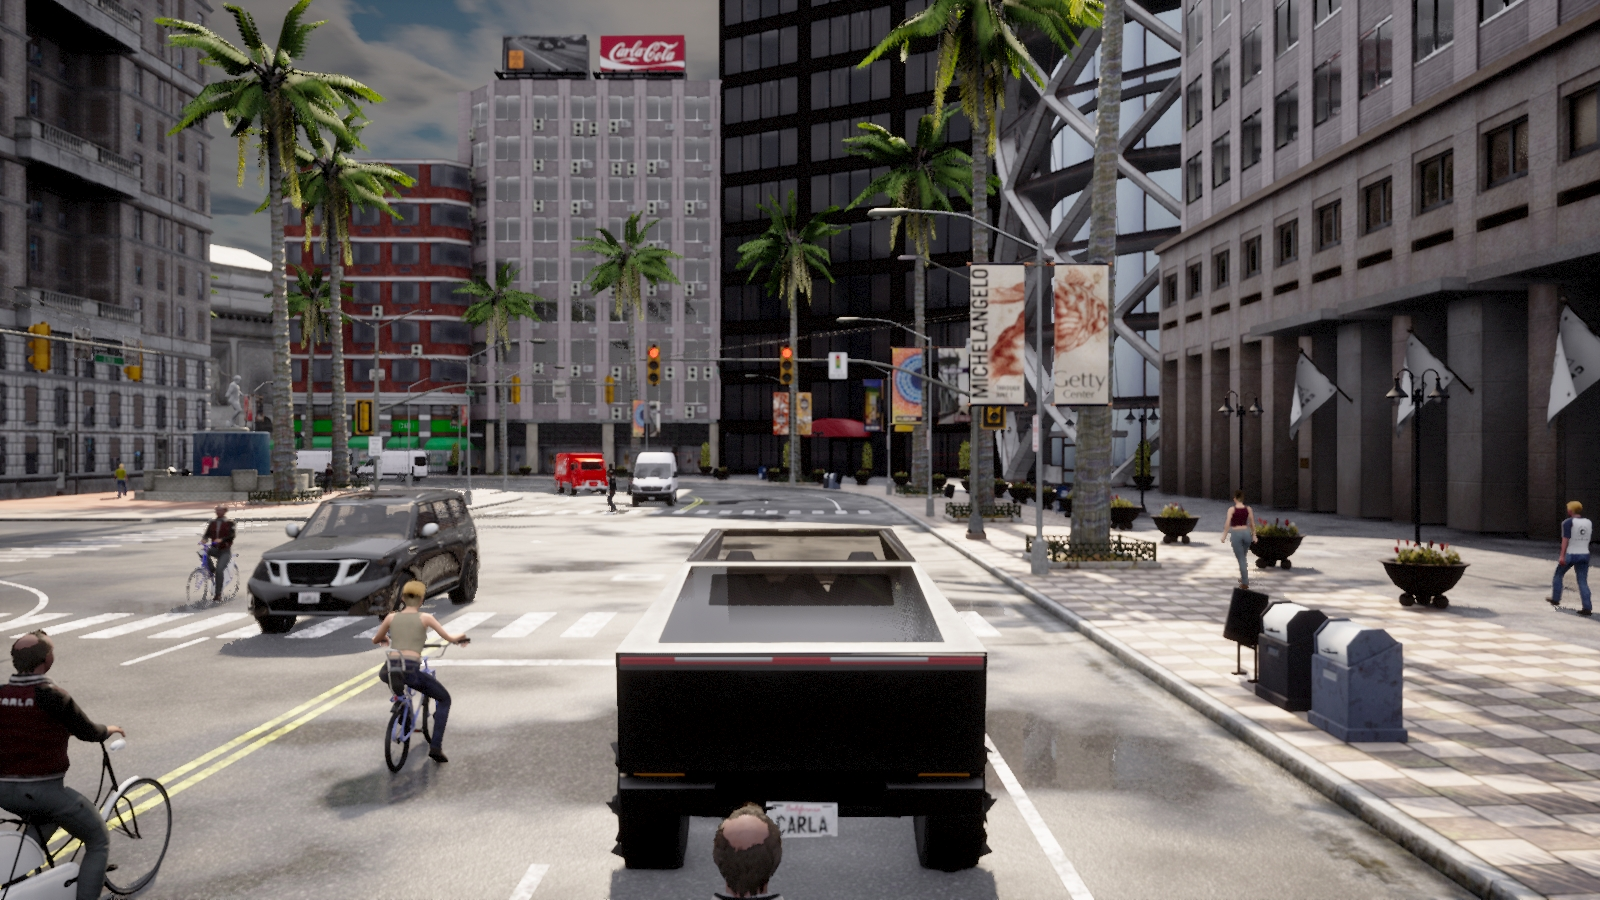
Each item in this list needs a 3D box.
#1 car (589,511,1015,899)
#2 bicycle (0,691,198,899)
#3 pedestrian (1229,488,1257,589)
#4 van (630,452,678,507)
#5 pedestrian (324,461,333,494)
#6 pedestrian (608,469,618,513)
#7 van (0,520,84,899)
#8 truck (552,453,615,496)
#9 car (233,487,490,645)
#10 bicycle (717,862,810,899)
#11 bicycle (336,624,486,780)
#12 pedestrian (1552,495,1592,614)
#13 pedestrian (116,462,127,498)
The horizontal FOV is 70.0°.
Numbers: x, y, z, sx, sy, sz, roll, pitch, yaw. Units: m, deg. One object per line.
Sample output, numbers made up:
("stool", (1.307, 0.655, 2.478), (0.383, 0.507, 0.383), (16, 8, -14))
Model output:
("car", (0.011, 1.731, 9.549), (2.390, 2.098, 6.274), (0, 0, 0))
("bicycle", (-4.243, 2.194, 6.662), (0.329, 1.171, 1.835), (0, 0, 6))
("pedestrian", (8.274, 1.653, 21.346), (0.375, 1.860, 0.375), (0, 0, 0))
("van", (-7.221, 1.418, 57.138), (1.988, 2.561, 5.915), (0, 0, -3))
("pedestrian", (-26.850, 1.565, 65.057), (0.375, 1.860, 0.375), (0, 0, -44))
("pedestrian", (-8.000, 1.749, 48.804), (0.375, 1.860, 0.375), (0, 0, -17))
("van", (-3.501, 1.529, 1.042), (1.988, 2.561, 5.915), (0, 0, 0))
("truck", (-13.098, 1.427, 68.924), (2.627, 2.467, 5.204), (0, 0, -24))
("car", (-6.983, 1.738, 19.012), (2.150, 2.045, 5.566), (0, 0, 0))
("bicycle", (-0.147, 2.200, 3.549), (0.329, 1.171, 1.835), (0, 0, 1))
("bicycle", (-3.473, 2.232, 10.347), (0.859, 1.080, 1.487), (0, 0, 0))
("pedestrian", (12.324, 1.662, 18.247), (0.375, 1.860, 0.375), (0, 0, 1))
("pedestrian", (-35.227, 1.575, 59.338), (0.375, 1.860, 0.375), (0, 0, -11))
